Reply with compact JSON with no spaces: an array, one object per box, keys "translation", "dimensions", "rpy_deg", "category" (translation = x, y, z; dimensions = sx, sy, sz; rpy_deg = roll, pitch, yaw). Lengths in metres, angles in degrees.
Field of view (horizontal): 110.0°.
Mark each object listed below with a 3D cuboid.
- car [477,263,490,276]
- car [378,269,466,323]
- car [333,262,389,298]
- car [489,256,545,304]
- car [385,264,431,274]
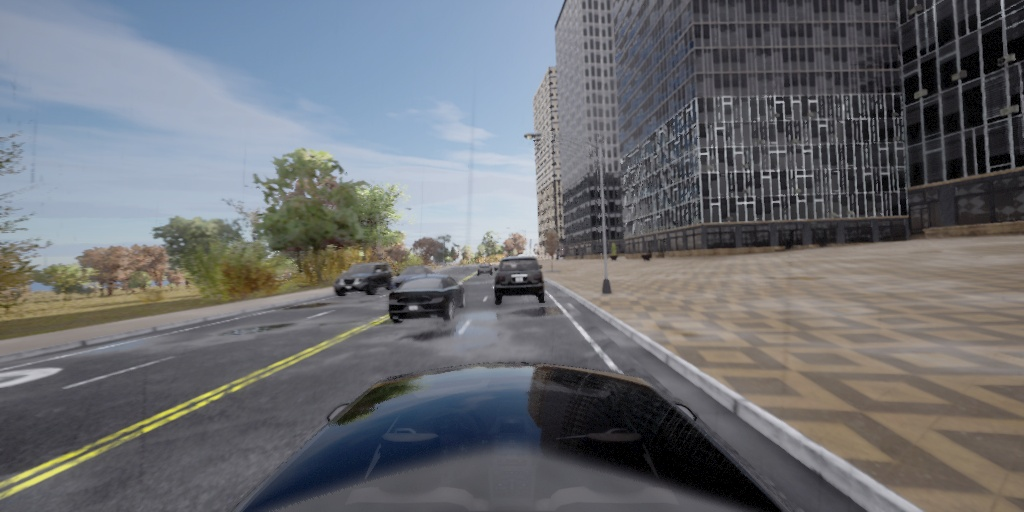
[{"translation":[-3.324,1.641,44.923],"dimensions":[2.128,1.511,4.902],"rpy_deg":[-2,0,-2],"category":"car"},{"translation":[-2.918,1.411,13.190],"dimensions":[1.882,1.535,5.008],"rpy_deg":[-2,0,1],"category":"car"},{"translation":[-9.579,1.488,23.723],"dimensions":[2.150,2.045,5.566],"rpy_deg":[-2,0,0],"category":"car"},{"translation":[0.332,1.044,17.124],"dimensions":[2.150,2.045,5.566],"rpy_deg":[-2,0,1],"category":"car"},{"translation":[-6.331,1.485,23.561],"dimensions":[2.097,1.767,4.553],"rpy_deg":[-2,0,0],"category":"car"}]
